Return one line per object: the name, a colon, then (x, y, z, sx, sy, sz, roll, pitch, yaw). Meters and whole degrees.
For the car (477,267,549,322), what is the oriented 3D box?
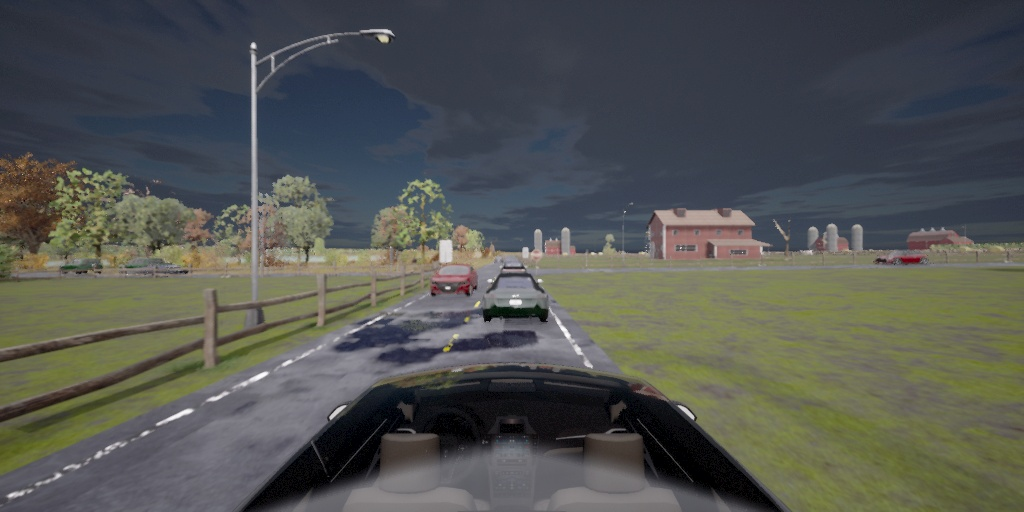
car: (0.104, 1.249, 12.011, 1.994, 1.385, 4.181, 0, 0, 0)

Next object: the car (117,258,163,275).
car: (-45.141, 1.297, 43.749, 5.566, 2.045, 2.150, -1, 1, 15)

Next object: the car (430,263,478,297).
car: (-2.822, 1.123, 18.347, 1.882, 1.535, 5.008, 0, 0, 0)

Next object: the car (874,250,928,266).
car: (44.706, 0.163, 41.258, 4.553, 1.767, 2.097, -1, 1, 1)

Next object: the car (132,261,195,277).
car: (-38.208, 1.579, 39.648, 5.357, 1.411, 2.033, -1, 1, 7)

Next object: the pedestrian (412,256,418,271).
pedestrian: (-12.143, 0.898, 44.810, 0.375, 1.860, 0.375, 0, 2, 0)

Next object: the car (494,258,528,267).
car: (0.119, 1.094, 25.292, 2.128, 1.511, 4.902, 0, 0, 0)
